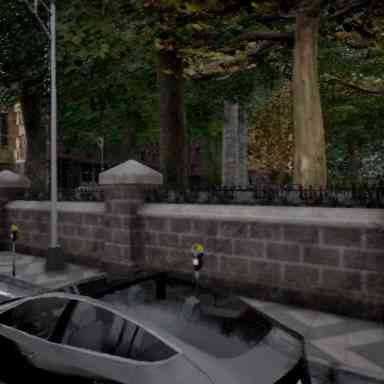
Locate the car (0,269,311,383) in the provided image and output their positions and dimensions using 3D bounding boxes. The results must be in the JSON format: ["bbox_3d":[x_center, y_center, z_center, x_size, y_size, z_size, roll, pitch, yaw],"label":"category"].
[{"bbox_3d":[-0.954,1.560,3.629,4.313,1.339,1.947,0,0,35],"label":"car"}]
